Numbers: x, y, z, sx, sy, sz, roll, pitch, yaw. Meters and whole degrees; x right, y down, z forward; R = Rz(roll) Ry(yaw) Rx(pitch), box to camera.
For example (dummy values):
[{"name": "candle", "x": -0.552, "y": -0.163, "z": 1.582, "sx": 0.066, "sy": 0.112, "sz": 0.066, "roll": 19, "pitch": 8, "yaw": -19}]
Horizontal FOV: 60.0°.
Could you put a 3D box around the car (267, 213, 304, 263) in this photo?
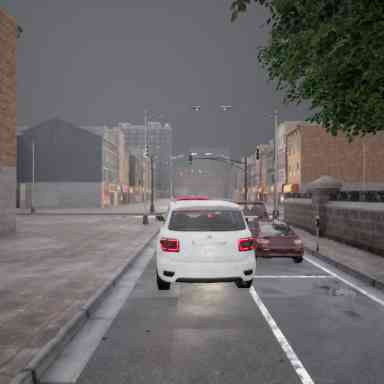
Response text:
[{"name": "car", "x": 2.634, "y": 1.589, "z": 11.721, "sx": 1.802, "sy": 1.307, "sz": 4.206, "roll": 1, "pitch": 0, "yaw": 0}]

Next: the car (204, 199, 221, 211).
[{"name": "car", "x": 2.607, "y": 1.611, "z": 43.600, "sx": 1.887, "sy": 1.381, "sz": 4.507, "roll": 1, "pitch": 0, "yaw": 0}]

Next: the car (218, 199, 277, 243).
[{"name": "car", "x": 2.632, "y": 1.329, "z": 17.170, "sx": 2.192, "sy": 1.841, "sz": 5.009, "roll": 1, "pitch": 0, "yaw": 0}]

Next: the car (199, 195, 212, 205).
[{"name": "car", "x": 2.591, "y": 1.449, "z": 65.350, "sx": 2.192, "sy": 1.841, "sz": 5.009, "roll": 1, "pitch": 0, "yaw": 0}]

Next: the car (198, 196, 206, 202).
[{"name": "car", "x": 2.570, "y": 1.775, "z": 87.099, "sx": 2.008, "sy": 1.369, "sz": 4.403, "roll": 0, "pitch": 0, "yaw": 0}]

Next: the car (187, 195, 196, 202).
[{"name": "car", "x": -0.071, "y": 1.565, "z": 83.789, "sx": 2.097, "sy": 1.767, "sz": 4.553, "roll": 0, "pitch": 0, "yaw": 0}]

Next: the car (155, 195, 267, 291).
[{"name": "car", "x": 0.171, "y": 1.227, "z": 9.231, "sx": 2.150, "sy": 2.045, "sz": 5.566, "roll": 0, "pitch": 0, "yaw": -4}]
